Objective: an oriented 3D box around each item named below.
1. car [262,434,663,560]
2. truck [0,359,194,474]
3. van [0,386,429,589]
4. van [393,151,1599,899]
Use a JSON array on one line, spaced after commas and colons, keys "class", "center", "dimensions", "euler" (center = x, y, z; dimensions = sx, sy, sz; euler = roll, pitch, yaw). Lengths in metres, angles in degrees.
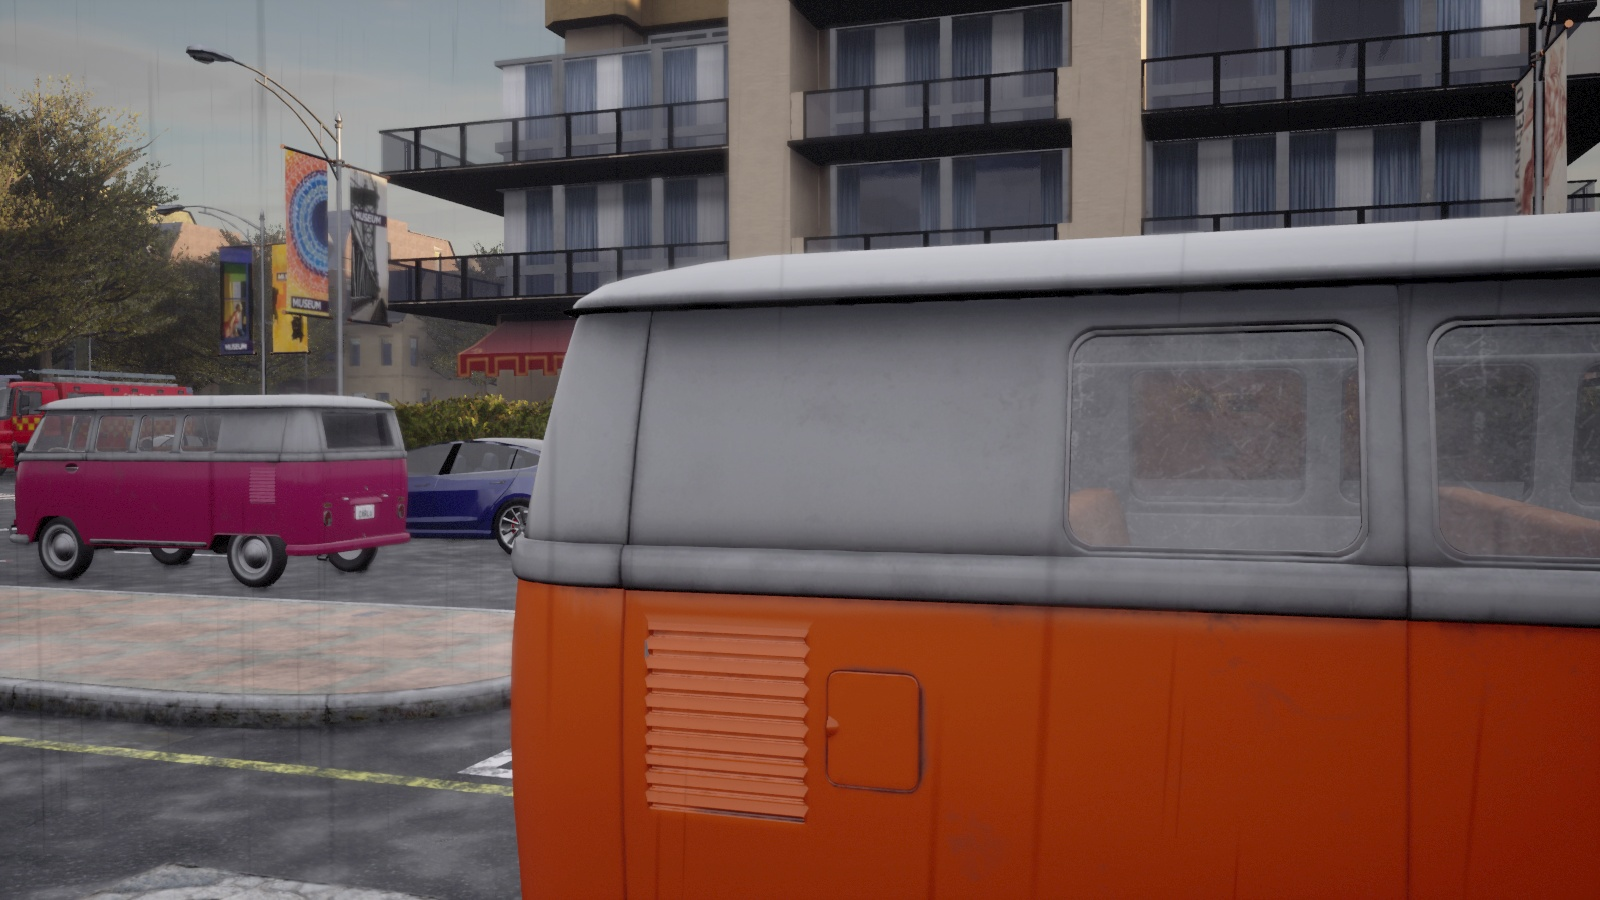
[{"class": "car", "center": [-4.484, 0.540, 16.834], "dimensions": [4.792, 1.488, 2.163], "euler": [1, 1, 19]}, {"class": "truck", "center": [-26.770, -1.180, 46.298], "dimensions": [2.891, 3.827, 8.468], "euler": [1, 1, 18]}, {"class": "van", "center": [-6.511, 0.334, 13.820], "dimensions": [4.442, 1.987, 1.775], "euler": [1, 1, 19]}, {"class": "van", "center": [1.570, 0.543, 2.661], "dimensions": [4.442, 1.987, 1.775], "euler": [1, 1, 19]}]
